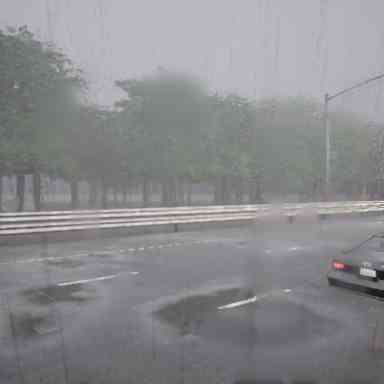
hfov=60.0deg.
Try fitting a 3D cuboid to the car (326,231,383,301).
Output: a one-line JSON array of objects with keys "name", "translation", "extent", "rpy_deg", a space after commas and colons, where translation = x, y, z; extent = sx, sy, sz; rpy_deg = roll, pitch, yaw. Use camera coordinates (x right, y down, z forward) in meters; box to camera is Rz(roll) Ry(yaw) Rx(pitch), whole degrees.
[{"name": "car", "translation": [5.328, 1.549, 7.678], "extent": [5.357, 1.411, 2.033], "rpy_deg": [0, 0, -36]}]
